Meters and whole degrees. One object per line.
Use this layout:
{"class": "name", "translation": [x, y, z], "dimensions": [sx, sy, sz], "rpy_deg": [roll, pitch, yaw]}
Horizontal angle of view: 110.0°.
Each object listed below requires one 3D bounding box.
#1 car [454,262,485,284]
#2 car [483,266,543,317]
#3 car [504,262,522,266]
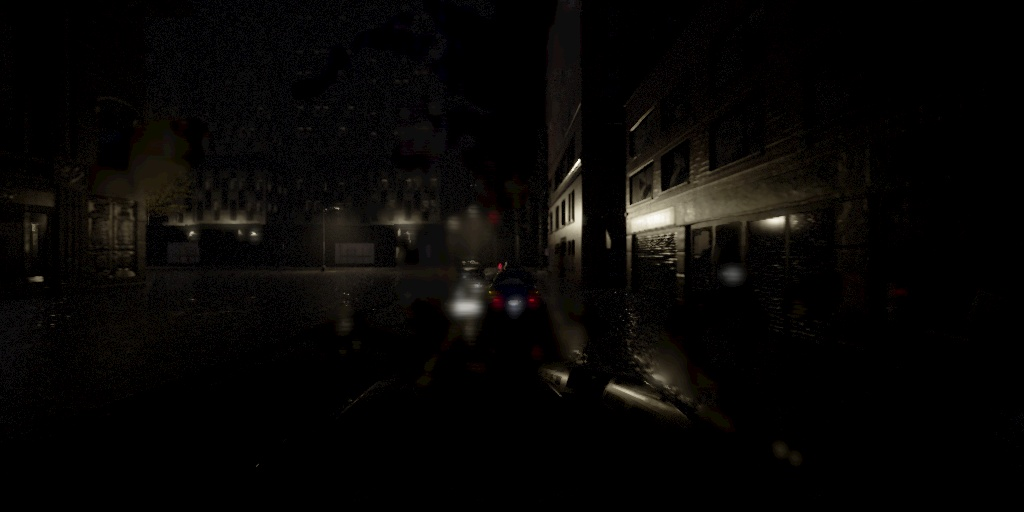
{"class": "car", "translation": [-3.060, 1.223, 26.707], "dimensions": [2.128, 1.511, 4.902], "rpy_deg": [0, 0, 0]}
{"class": "car", "translation": [0.104, 1.267, 13.096], "dimensions": [1.812, 1.442, 4.674], "rpy_deg": [0, 0, 0]}
{"class": "car", "translation": [0.112, 1.219, 29.997], "dimensions": [2.128, 1.511, 4.902], "rpy_deg": [0, 0, 0]}
